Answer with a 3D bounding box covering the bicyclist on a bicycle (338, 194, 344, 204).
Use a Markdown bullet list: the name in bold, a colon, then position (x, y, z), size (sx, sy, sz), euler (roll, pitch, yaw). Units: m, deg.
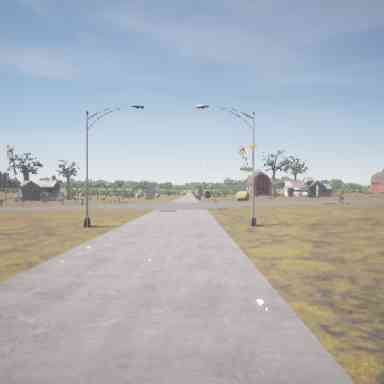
- **bicyclist on a bicycle**: position (22.847, 1.051, 51.043), size (0.582, 1.620, 1.656), euler (-1, -1, 0)
